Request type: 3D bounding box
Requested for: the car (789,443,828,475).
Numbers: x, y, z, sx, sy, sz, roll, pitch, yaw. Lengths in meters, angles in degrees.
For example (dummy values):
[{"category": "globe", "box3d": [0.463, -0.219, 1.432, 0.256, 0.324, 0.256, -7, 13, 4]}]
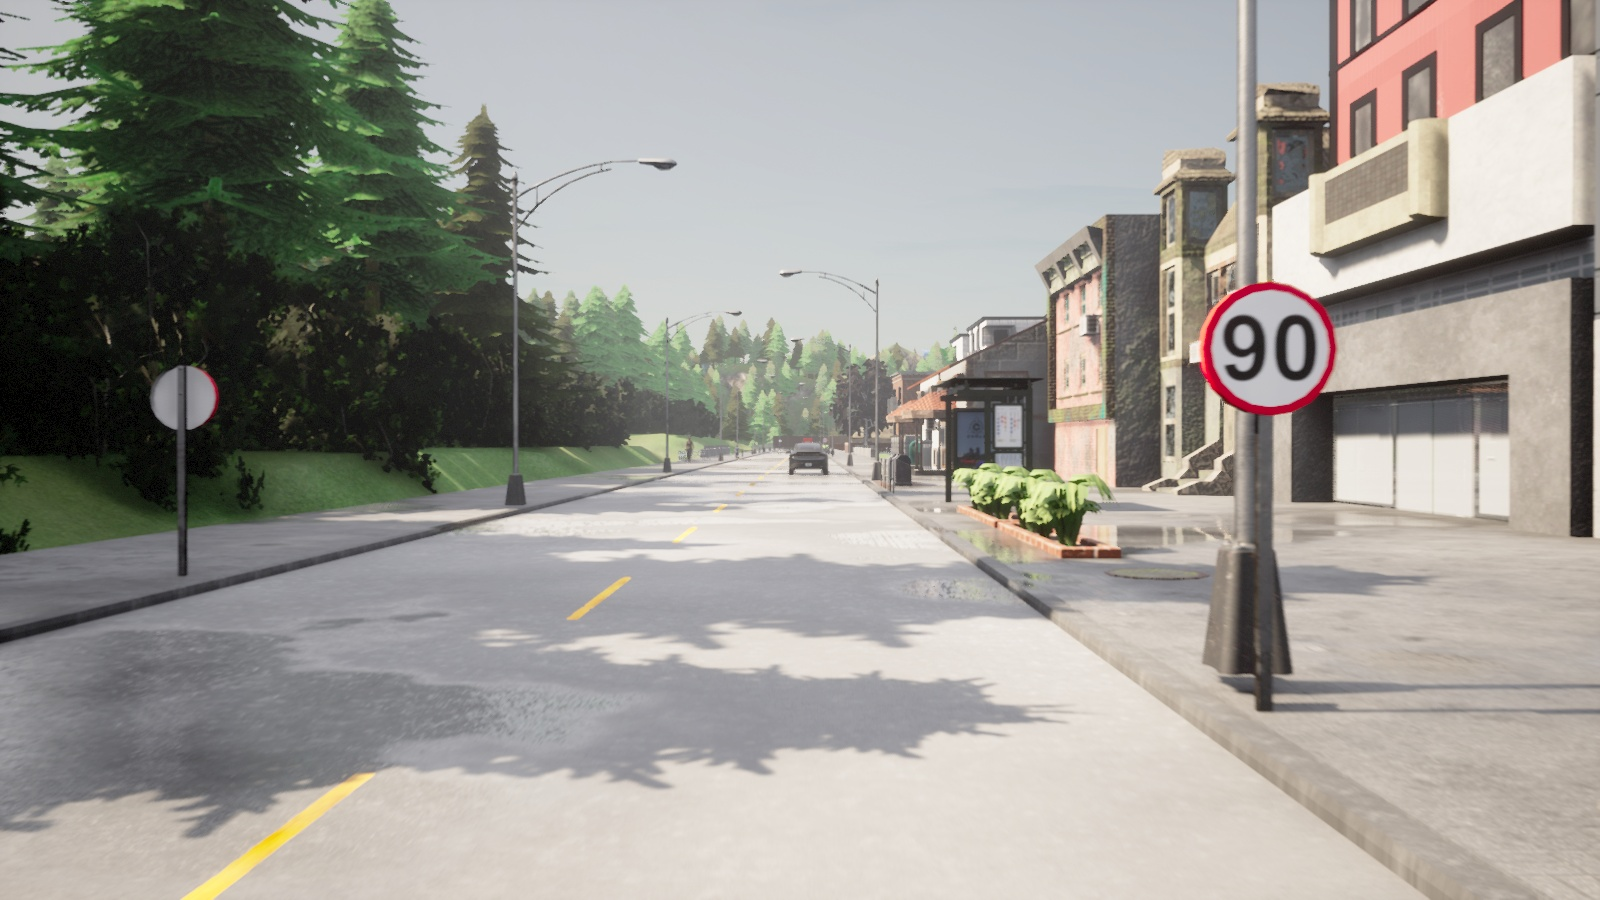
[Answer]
[{"category": "car", "box3d": [0.402, 0.409, 60.753, 1.837, 1.490, 4.892, 0, 0, 0]}]
